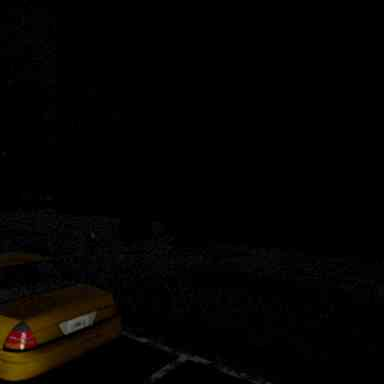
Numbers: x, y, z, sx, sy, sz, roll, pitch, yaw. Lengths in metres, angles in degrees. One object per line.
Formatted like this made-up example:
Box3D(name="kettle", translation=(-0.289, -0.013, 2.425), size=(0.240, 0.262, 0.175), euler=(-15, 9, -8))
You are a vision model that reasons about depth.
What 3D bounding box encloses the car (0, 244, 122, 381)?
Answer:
Box3D(name="car", translation=(-3.213, 1.509, 5.278), size=(4.829, 1.417, 1.752), euler=(0, 0, 36))
